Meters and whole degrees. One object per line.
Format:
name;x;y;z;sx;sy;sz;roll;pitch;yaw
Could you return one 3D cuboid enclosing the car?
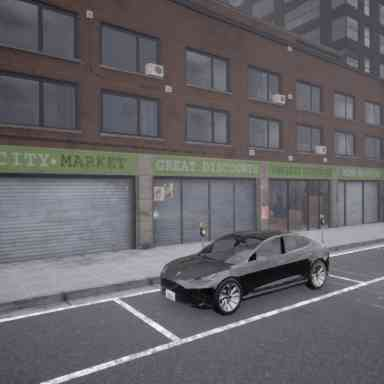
car;1.361;1.565;7.523;4.313;1.339;1.947;0;-1;-36
